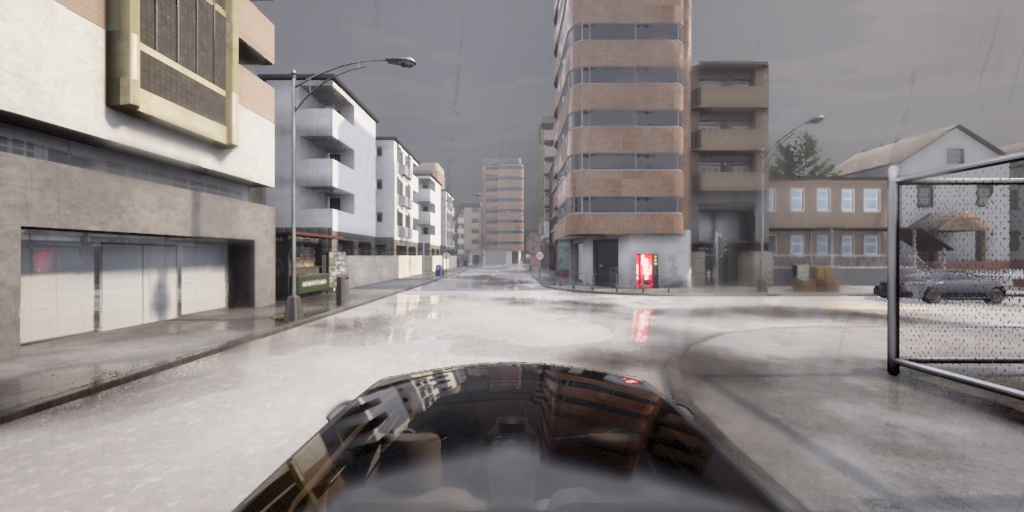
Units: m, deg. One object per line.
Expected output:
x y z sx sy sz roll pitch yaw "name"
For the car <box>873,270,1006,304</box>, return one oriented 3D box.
18.715 1.312 15.829 4.181 1.385 1.994 0 0 0 "car"
